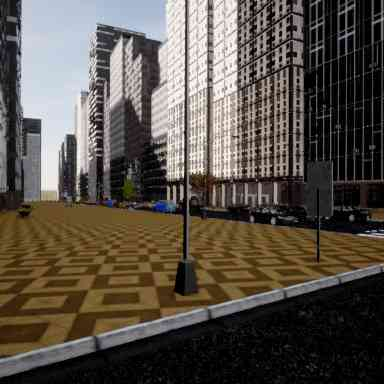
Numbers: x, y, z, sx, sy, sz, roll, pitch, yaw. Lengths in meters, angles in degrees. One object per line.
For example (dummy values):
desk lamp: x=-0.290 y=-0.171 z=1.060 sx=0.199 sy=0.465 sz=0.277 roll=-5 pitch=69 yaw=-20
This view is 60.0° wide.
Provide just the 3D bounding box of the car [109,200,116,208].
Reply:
car: x=-15.914 y=2.731 z=71.505 sx=1.887 sy=1.381 sz=4.507 roll=-1 pitch=-1 yaw=-26

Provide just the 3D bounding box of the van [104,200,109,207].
van: x=-18.362 y=2.635 z=76.571 sx=1.690 sy=1.788 sz=3.998 roll=-1 pitch=-1 yaw=-26

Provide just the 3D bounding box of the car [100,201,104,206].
car: x=-23.248 y=3.053 z=86.698 sx=1.887 sy=1.381 sz=4.507 roll=-1 pitch=-1 yaw=-26

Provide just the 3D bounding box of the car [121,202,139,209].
car: x=-11.024 y=2.525 z=61.374 sx=2.008 sy=1.369 sz=4.403 roll=-1 pitch=-1 yaw=-26

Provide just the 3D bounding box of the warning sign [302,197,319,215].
warning sign: x=12.989 y=1.544 z=36.441 sx=1.300 sy=1.860 sz=1.060 roll=1 pitch=-1 yaw=-26

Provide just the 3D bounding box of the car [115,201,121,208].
car: x=-13.396 y=2.602 z=66.287 sx=1.752 sy=1.417 sz=4.829 roll=-1 pitch=-1 yaw=-26

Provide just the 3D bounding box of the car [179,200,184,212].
car: x=-3.284 y=2.307 z=51.429 sx=2.033 sy=1.411 sz=5.357 roll=0 pitch=-1 yaw=-25

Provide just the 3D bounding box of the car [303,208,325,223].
car: x=8.212 y=1.789 z=27.511 sx=1.837 sy=1.490 sz=4.892 roll=0 pitch=-1 yaw=-26

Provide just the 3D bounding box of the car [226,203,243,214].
car: x=6.303 y=2.168 z=44.757 sx=1.947 sy=1.339 sz=4.313 roll=-1 pitch=-1 yaw=-26

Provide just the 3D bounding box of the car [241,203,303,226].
car: x=6.092 y=1.814 z=25.919 sx=2.008 sy=1.369 sz=4.403 roll=-1 pitch=-1 yaw=-26

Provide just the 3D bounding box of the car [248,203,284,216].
car: x=8.748 y=2.068 z=39.692 sx=1.947 sy=1.339 sz=4.313 roll=-1 pitch=-1 yaw=-26

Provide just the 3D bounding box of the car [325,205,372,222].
car: x=13.638 y=1.854 z=29.562 sx=2.008 sy=1.369 sz=4.403 roll=-1 pitch=-1 yaw=-26

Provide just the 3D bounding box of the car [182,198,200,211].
car: x=-0.661 y=1.996 z=53.255 sx=2.150 sy=2.045 sz=5.566 roll=0 pitch=-2 yaw=-26

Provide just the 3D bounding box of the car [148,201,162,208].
car: x=-8.366 y=2.809 z=75.147 sx=1.802 sy=1.307 sz=4.206 roll=-1 pitch=-1 yaw=-26

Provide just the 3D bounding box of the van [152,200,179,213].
van: x=-3.693 y=2.005 z=46.183 sx=1.690 sy=1.788 sz=3.998 roll=-1 pitch=-1 yaw=-26

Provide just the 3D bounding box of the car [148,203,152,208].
car: x=-7.476 y=2.675 z=67.362 sx=1.895 sy=1.301 sz=4.718 roll=0 pitch=-1 yaw=-26
